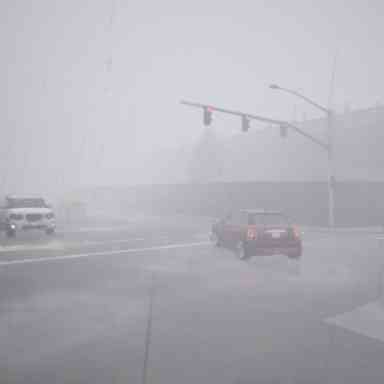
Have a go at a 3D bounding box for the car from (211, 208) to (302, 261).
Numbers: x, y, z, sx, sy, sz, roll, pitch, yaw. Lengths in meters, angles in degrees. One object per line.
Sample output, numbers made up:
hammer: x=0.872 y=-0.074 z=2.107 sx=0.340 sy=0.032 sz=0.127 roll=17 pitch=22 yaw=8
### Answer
car: x=2.270 y=1.433 z=12.882 sx=2.097 sy=1.767 sz=4.553 roll=0 pitch=0 yaw=-12

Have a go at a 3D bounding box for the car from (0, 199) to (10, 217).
car: x=-18.925 y=1.458 z=32.096 sx=1.882 sy=1.535 sz=5.008 roll=1 pitch=0 yaw=-35

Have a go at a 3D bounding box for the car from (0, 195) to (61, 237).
car: x=-9.269 y=1.204 z=18.490 sx=2.150 sy=2.045 sz=5.566 roll=1 pitch=0 yaw=-35

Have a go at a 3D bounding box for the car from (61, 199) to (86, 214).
car: x=-13.175 y=1.530 z=36.427 sx=1.882 sy=1.535 sz=5.008 roll=1 pitch=0 yaw=-35
